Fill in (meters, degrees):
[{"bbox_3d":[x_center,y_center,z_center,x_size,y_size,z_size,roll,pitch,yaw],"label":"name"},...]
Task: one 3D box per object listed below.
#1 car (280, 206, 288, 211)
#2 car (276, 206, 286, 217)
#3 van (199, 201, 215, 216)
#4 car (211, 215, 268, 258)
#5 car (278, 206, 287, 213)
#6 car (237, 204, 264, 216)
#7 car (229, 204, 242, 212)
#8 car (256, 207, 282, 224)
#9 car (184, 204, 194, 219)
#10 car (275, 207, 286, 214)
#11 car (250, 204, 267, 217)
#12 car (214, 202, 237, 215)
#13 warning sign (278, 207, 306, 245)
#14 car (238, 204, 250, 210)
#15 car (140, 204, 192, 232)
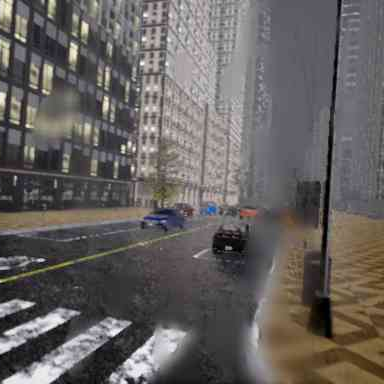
[{"bbox_3d":[24.939,4.480,90.357,1.887,1.381,4.507,3,-1,17],"label":"car"},{"bbox_3d":[13.430,3.245,52.592,1.947,1.339,4.313,3,-1,17],"label":"car"},{"bbox_3d":[2.159,2.149,44.265,1.690,1.788,3.998,3,-1,17],"label":"van"},{"bbox_3d":[2.047,1.973,14.792,2.008,1.369,4.403,3,-1,17],"label":"car"},{"bbox_3d":[21.650,4.143,79.567,1.947,1.339,4.313,3,-1,17],"label":"car"},{"bbox_3d":[7.448,2.489,41.913,2.097,1.767,4.553,4,-1,17],"label":"car"},{"bbox_3d":[8.720,3.109,65.836,1.802,1.307,4.206,3,-1,17],"label":"car"},{"bbox_3d":[8.498,2.705,36.407,1.947,1.339,4.313,3,-1,17],"label":"car"},{"bbox_3d":[-1.133,1.887,33.476,1.967,1.590,4.097,3,-1,17],"label":"car"},{"bbox_3d":[18.361,3.784,68.776,1.947,1.339,4.313,3,-1,17],"label":"car"},{"bbox_3d":[10.445,2.819,51.883,2.097,1.767,4.553,4,-1,17],"label":"car"},{"bbox_3d":[4.832,2.478,43.911,2.128,1.511,4.902,4,-1,18],"label":"car"},{"bbox_3d":[5.392,1.805,17.919,1.300,1.860,1.060,4,0,17],"label":"warning sign"},{"bbox_3d":[12.007,3.452,76.623,1.947,1.339,4.313,3,-1,17],"label":"car"},{"bbox_3d":[-1.814,1.784,22.358,1.812,1.442,4.674,4,-1,17],"label":"car"}]
